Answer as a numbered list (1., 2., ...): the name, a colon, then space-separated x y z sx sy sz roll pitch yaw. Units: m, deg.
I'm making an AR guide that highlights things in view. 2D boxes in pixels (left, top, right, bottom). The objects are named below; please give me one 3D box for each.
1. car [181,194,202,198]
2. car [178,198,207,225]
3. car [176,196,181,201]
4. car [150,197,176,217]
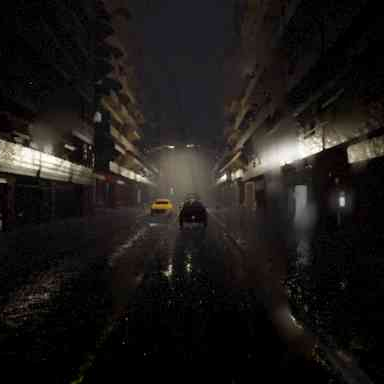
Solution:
1. car: 0.072 1.230 42.540 2.150 2.045 5.566 0 0 0
2. car: 0.085 1.490 24.263 1.882 1.535 5.008 0 0 0
3. car: -2.796 1.467 72.625 1.895 1.301 4.718 0 0 0
4. car: -2.866 1.488 32.254 1.882 1.535 5.008 0 0 0
